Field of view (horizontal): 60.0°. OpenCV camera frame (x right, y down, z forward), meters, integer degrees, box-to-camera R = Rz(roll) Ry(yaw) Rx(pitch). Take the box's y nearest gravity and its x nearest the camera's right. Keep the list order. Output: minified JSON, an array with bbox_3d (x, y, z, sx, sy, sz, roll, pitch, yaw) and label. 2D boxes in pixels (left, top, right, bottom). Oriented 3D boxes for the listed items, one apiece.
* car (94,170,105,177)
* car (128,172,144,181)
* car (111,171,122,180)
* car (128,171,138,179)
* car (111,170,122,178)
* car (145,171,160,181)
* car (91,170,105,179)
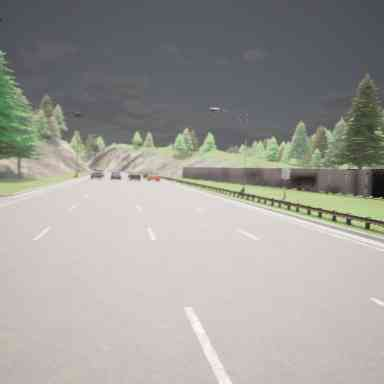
[{"bbox_3d":[-19.762,-3.943,71.348,1.994,1.385,4.181,2,4,-12],"label":"car"},{"bbox_3d":[-10.594,-2.928,62.306,1.882,1.535,5.008,2,3,-12],"label":"car"},{"bbox_3d":[-14.121,-2.986,62.075,1.994,1.385,4.181,2,4,-12],"label":"car"},{"bbox_3d":[-12.928,-3.742,72.851,2.033,1.411,5.357,2,4,-12],"label":"car"},{"bbox_3d":[-16.344,-3.863,72.098,2.128,1.511,4.902,2,4,-12],"label":"car"},{"bbox_3d":[-7.389,-3.022,64.105,2.097,1.767,4.553,2,4,-12],"label":"car"},{"bbox_3d":[-17.467,-3.141,60.994,2.128,1.511,4.902,2,4,-12],"label":"car"}]
